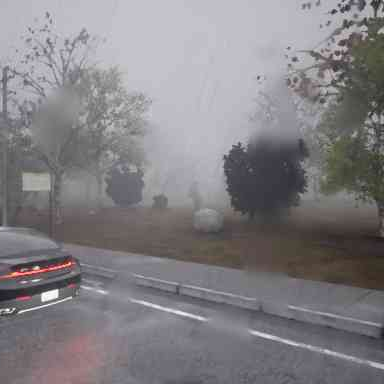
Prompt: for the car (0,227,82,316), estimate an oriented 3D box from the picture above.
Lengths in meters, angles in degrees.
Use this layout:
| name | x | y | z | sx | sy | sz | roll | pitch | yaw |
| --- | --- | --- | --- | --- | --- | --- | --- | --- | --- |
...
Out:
| name | x | y | z | sx | sy | sz | roll | pitch | yaw |
| --- | --- | --- | --- | --- | --- | --- | --- | --- | --- |
| car | -4.342 | 1.505 | 7.087 | 4.892 | 1.490 | 1.837 | 0 | 0 | 37 |
